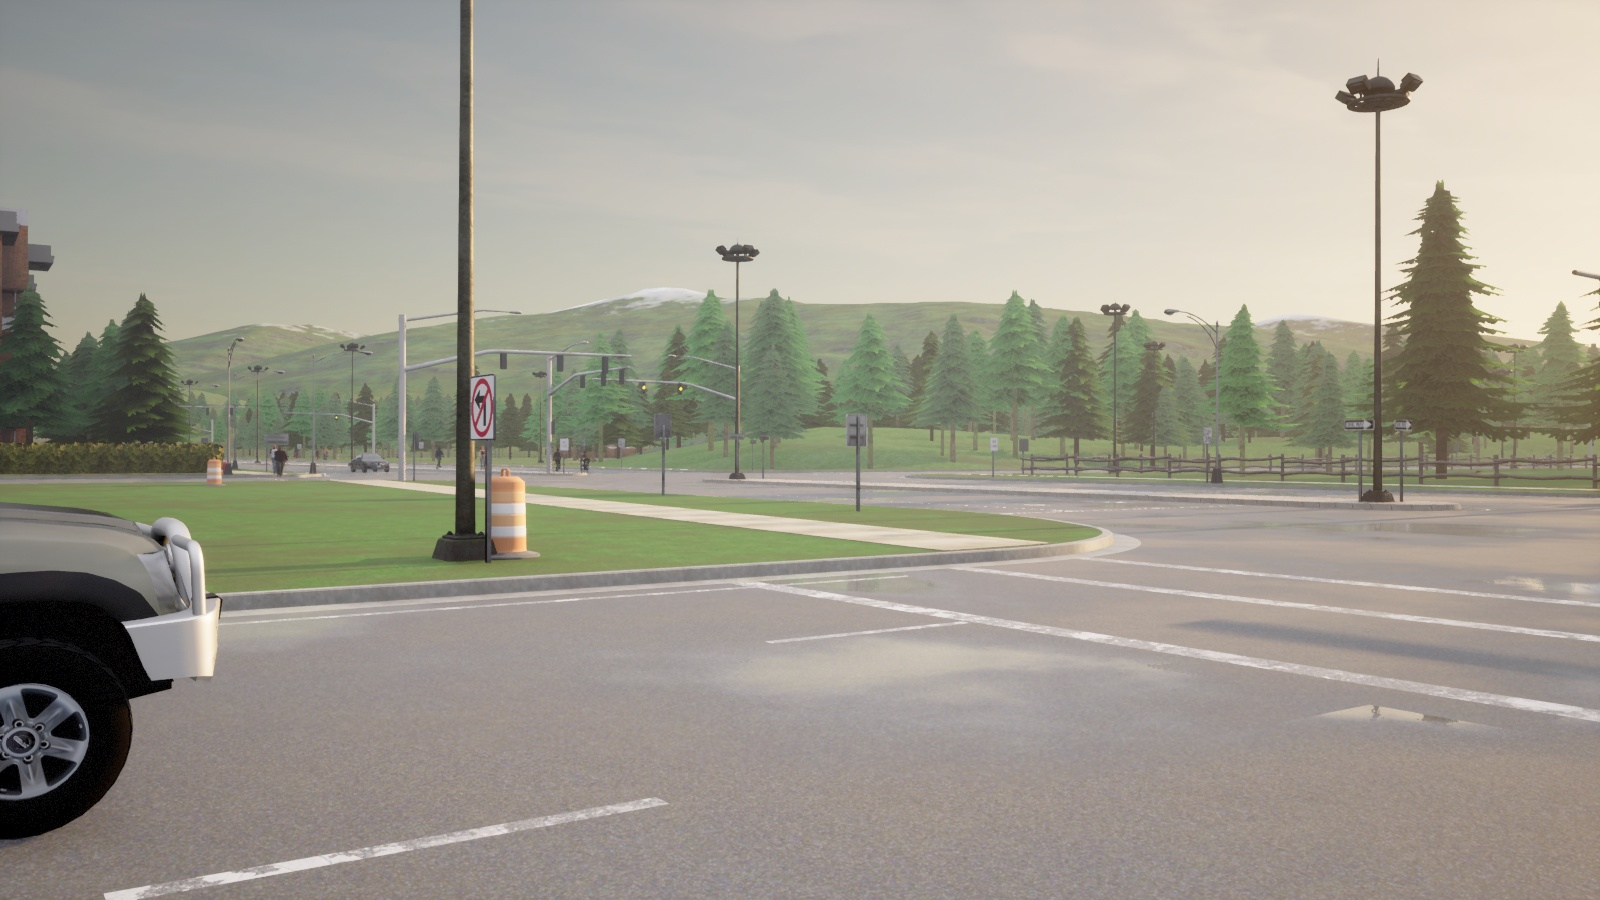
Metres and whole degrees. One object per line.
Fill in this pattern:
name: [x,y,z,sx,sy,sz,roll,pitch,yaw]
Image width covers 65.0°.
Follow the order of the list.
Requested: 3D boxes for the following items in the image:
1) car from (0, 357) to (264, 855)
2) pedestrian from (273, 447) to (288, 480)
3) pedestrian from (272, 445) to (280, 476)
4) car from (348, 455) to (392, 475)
car: [-4.662,0.583,4.678,4.605,1.855,1.932,0,0,-35]
pedestrian: [-29.774,0.776,71.966,0.634,1.844,0.899,0,0,-31]
pedestrian: [-31.440,0.635,75.286,0.354,1.836,0.706,0,0,-29]
car: [-31.644,1.063,92.293,1.812,1.442,4.674,0,0,-35]
